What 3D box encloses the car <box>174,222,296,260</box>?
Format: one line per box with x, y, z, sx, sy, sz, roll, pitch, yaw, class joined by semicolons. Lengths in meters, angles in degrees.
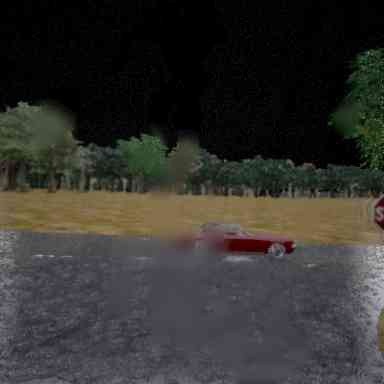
1.658;1.902;13.413;4.718;1.301;1.895;3;-2;-4;car
